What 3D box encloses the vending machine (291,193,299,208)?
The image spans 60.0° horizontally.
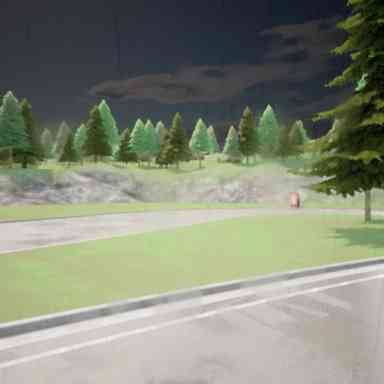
[{"bbox_3d":[13.937,1.158,45.108,0.880,2.100,1.100,0,0,5],"label":"vending machine"}]
